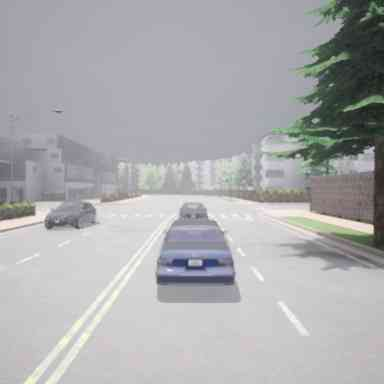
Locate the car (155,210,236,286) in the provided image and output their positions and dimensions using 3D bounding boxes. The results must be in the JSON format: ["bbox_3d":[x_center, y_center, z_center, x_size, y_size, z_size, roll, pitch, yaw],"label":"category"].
[{"bbox_3d":[0.084,1.458,9.260,2.033,1.411,5.357,0,1,0],"label":"car"}]

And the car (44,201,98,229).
[{"bbox_3d":[-7.064,1.315,19.874,1.837,1.490,4.892,0,0,0],"label":"car"}]

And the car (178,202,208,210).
[{"bbox_3d":[0.069,1.348,20.856,2.033,1.411,5.357,0,1,0],"label":"car"}]
